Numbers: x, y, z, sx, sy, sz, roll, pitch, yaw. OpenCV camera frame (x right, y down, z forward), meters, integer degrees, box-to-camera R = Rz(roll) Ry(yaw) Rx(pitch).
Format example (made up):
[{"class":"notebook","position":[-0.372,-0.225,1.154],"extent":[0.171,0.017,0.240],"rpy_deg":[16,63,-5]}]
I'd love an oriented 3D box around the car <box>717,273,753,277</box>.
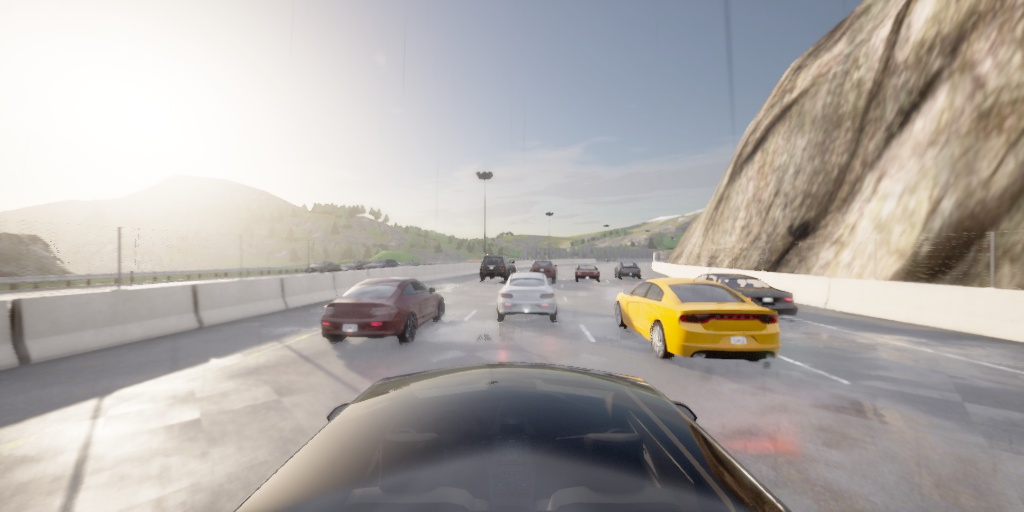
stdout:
[{"class":"car","position":[7.564,1.314,12.849],"extent":[2.033,1.411,5.357],"rpy_deg":[0,0,4]}]

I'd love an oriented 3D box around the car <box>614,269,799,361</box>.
[{"class":"car","position":[3.829,1.236,8.378],"extent":[1.882,1.535,5.008],"rpy_deg":[0,0,2]}]

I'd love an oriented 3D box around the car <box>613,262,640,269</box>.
[{"class":"car","position":[10.049,1.262,31.406],"extent":[2.128,1.511,4.902],"rpy_deg":[0,0,10]}]

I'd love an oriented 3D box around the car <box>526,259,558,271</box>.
[{"class":"car","position":[2.682,1.105,29.928],"extent":[2.097,1.767,4.553],"rpy_deg":[0,0,10]}]

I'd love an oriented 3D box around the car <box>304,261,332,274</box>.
[{"class":"car","position":[-20.644,1.260,39.443],"extent":[1.994,1.385,4.181],"rpy_deg":[0,0,12]}]

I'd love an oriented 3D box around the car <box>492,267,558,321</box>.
[{"class":"car","position":[0.550,1.276,12.338],"extent":[1.812,1.442,4.674],"rpy_deg":[0,0,4]}]

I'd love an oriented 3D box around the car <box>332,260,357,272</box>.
[{"class":"car","position":[-17.024,1.196,39.705],"extent":[2.128,1.511,4.902],"rpy_deg":[0,0,12]}]

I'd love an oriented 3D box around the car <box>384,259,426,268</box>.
[{"class":"car","position":[-10.510,1.268,36.821],"extent":[2.033,1.411,5.357],"rpy_deg":[0,0,11]}]

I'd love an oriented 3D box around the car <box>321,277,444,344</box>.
[{"class":"car","position":[-3.129,1.267,9.455],"extent":[1.812,1.442,4.674],"rpy_deg":[0,0,3]}]

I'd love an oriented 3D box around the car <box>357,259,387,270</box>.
[{"class":"car","position":[-13.788,1.065,38.033],"extent":[2.097,1.767,4.553],"rpy_deg":[0,0,12]}]

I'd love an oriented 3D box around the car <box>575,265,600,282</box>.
[{"class":"car","position":[6.106,1.362,29.373],"extent":[1.895,1.301,4.718],"rpy_deg":[0,0,10]}]

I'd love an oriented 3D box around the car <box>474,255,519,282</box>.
[{"class":"car","position":[-1.078,0.966,28.875],"extent":[2.150,2.045,5.566],"rpy_deg":[0,0,9]}]
